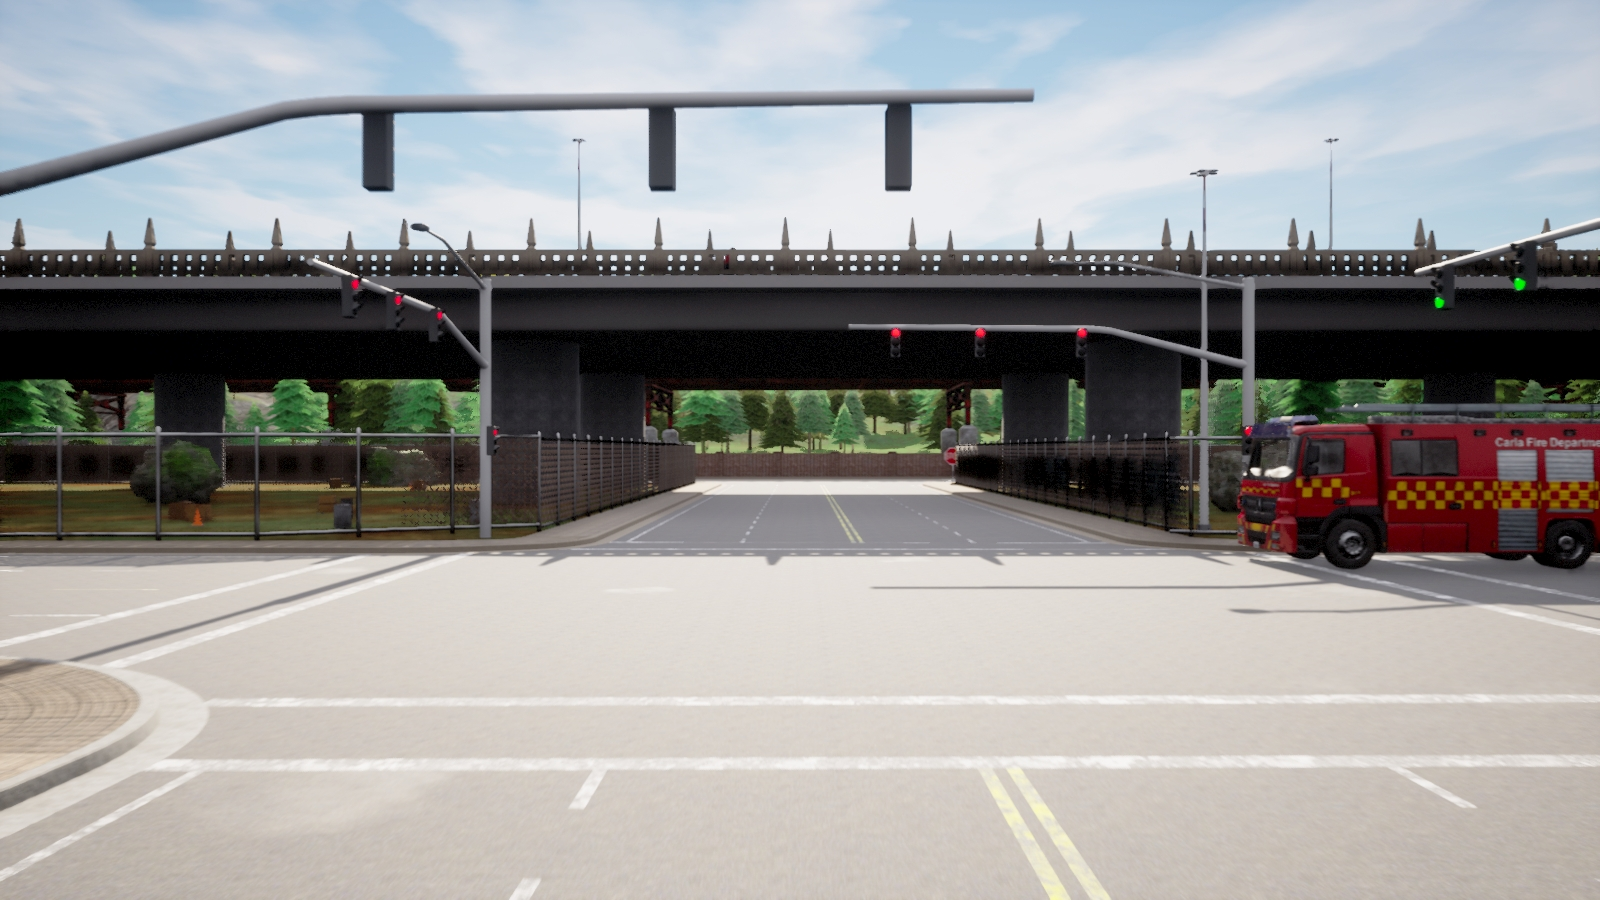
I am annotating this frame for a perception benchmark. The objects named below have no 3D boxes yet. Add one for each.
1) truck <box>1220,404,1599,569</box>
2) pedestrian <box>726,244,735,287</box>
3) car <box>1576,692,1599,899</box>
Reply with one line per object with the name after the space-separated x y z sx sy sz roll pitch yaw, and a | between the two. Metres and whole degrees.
15.016 0.835 27.886 8.468 3.827 2.891 0 0 0 | truck
-3.108 -8.308 51.412 0.375 1.860 0.375 0 0 0 | pedestrian
3.501 1.779 0.787 2.150 2.045 5.566 0 0 0 | car
